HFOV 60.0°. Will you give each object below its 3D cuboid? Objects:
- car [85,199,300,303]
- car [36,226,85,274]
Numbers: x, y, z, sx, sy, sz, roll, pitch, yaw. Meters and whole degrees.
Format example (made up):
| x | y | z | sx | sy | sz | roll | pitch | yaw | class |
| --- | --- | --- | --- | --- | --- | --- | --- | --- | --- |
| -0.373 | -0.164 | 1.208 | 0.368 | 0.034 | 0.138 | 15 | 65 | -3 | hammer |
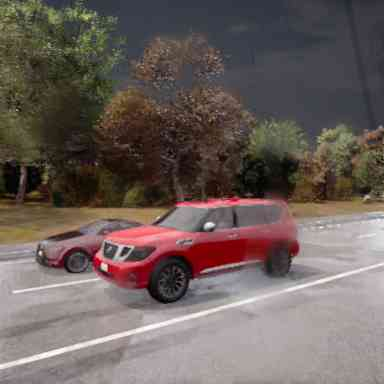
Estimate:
| x | y | z | sx | sy | sz | roll | pitch | yaw | class |
| --- | --- | --- | --- | --- | --- | --- | --- | --- | --- |
| 0.422 | 1.218 | 8.579 | 5.566 | 2.045 | 2.150 | 0 | 0 | -35 | car |
| -2.682 | 1.563 | 10.660 | 4.181 | 1.385 | 1.994 | 0 | 0 | -35 | car |
